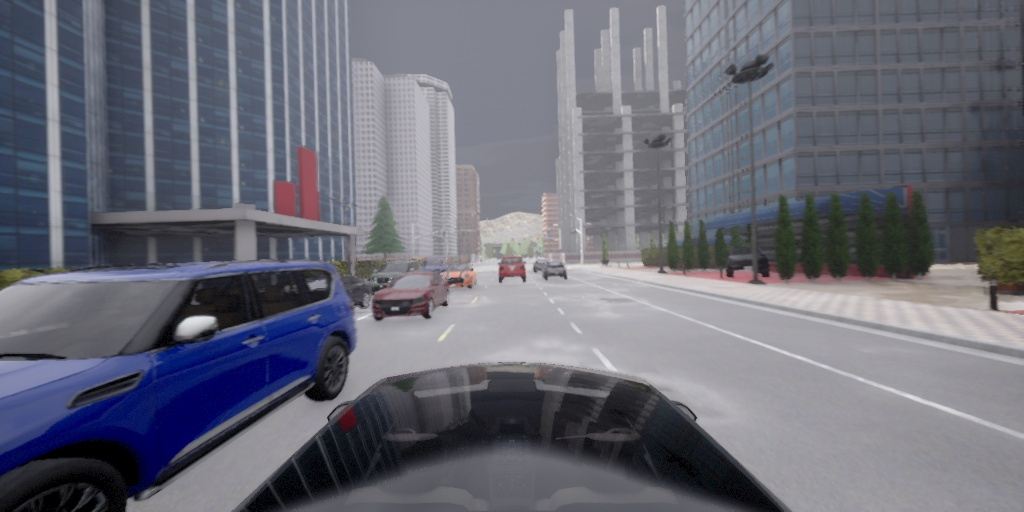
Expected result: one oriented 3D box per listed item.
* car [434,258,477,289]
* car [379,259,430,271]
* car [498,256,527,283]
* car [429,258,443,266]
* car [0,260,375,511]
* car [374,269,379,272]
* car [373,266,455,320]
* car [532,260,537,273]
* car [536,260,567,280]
[{"bbox_3d":[-3.600,1.249,24.409,2.097,1.767,4.553,-2,0,0],"label":"car"},{"bbox_3d":[-7.026,1.322,22.214,2.150,2.045,5.566,-2,0,0],"label":"car"},{"bbox_3d":[0.022,1.021,29.402,2.150,2.045,5.566,-2,0,0],"label":"car"},{"bbox_3d":[-7.037,1.233,32.379,2.150,2.045,5.566,-2,0,1],"label":"car"},{"bbox_3d":[-3.646,1.083,3.732,2.150,2.045,5.566,-2,0,0],"label":"car"},{"bbox_3d":[-7.125,1.460,13.831,1.882,1.535,5.008,-2,0,0],"label":"car"},{"bbox_3d":[-3.625,1.356,13.592,1.882,1.535,5.008,-2,0,0],"label":"car"},{"bbox_3d":[3.528,1.213,44.119,2.128,1.511,4.902,-2,0,1],"label":"car"},{"bbox_3d":[3.536,1.187,30.600,2.128,1.511,4.902,-2,0,0],"label":"car"}]
